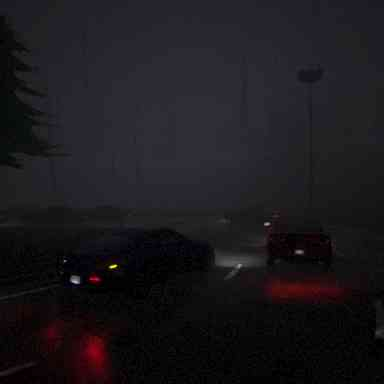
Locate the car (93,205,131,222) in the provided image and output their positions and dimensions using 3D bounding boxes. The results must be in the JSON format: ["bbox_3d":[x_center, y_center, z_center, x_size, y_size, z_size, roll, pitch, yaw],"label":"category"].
[{"bbox_3d":[-7.606,1.820,28.832,4.674,1.442,1.812,-1,-1,14],"label":"car"}]

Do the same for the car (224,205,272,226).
[{"bbox_3d":[4.688,1.695,24.576,2.033,1.411,5.357,0,-1,-33],"label":"car"}]

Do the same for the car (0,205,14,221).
[{"bbox_3d":[-16.483,1.904,31.856,4.892,1.490,1.837,0,-2,-13],"label":"car"}]

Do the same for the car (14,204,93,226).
[{"bbox_3d":[-10.615,1.776,25.674,5.008,1.535,1.882,-1,-1,5],"label":"car"}]

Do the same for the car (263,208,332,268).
[{"bbox_3d":[3.593,1.538,11.694,1.882,1.535,5.008,0,0,14],"label":"car"}]

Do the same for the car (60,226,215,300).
[{"bbox_3d":[-1.133,1.607,8.673,1.812,1.442,4.674,0,0,32],"label":"car"}]
